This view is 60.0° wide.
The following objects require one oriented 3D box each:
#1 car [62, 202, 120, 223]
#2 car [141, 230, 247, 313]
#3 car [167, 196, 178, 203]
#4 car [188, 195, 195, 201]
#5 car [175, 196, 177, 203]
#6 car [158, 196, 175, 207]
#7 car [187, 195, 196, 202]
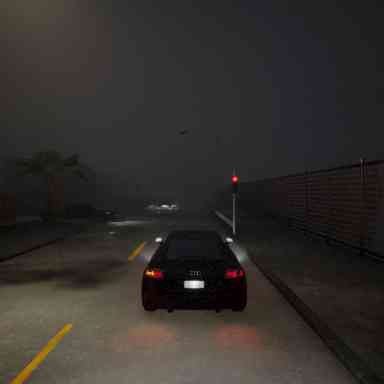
[{"bbox_3d":[-7.800,1.525,25.608,4.674,1.442,1.812,0,-1,19],"label":"car"},{"bbox_3d":[0.049,1.564,7.746,1.994,1.385,4.181,0,0,0],"label":"car"},{"bbox_3d":[-4.134,1.540,71.354,2.033,1.411,5.357,0,0,0],"label":"car"},{"bbox_3d":[-0.162,1.524,85.717,1.812,1.442,4.674,0,0,0],"label":"car"},{"bbox_3d":[-4.179,1.491,61.045,2.128,1.511,4.902,0,0,0],"label":"car"},{"bbox_3d":[-4.189,1.478,51.780,1.882,1.535,5.008,0,0,0],"label":"car"},{"bbox_3d":[-0.141,1.524,75.476,1.812,1.442,4.674,0,0,0],"label":"car"}]
